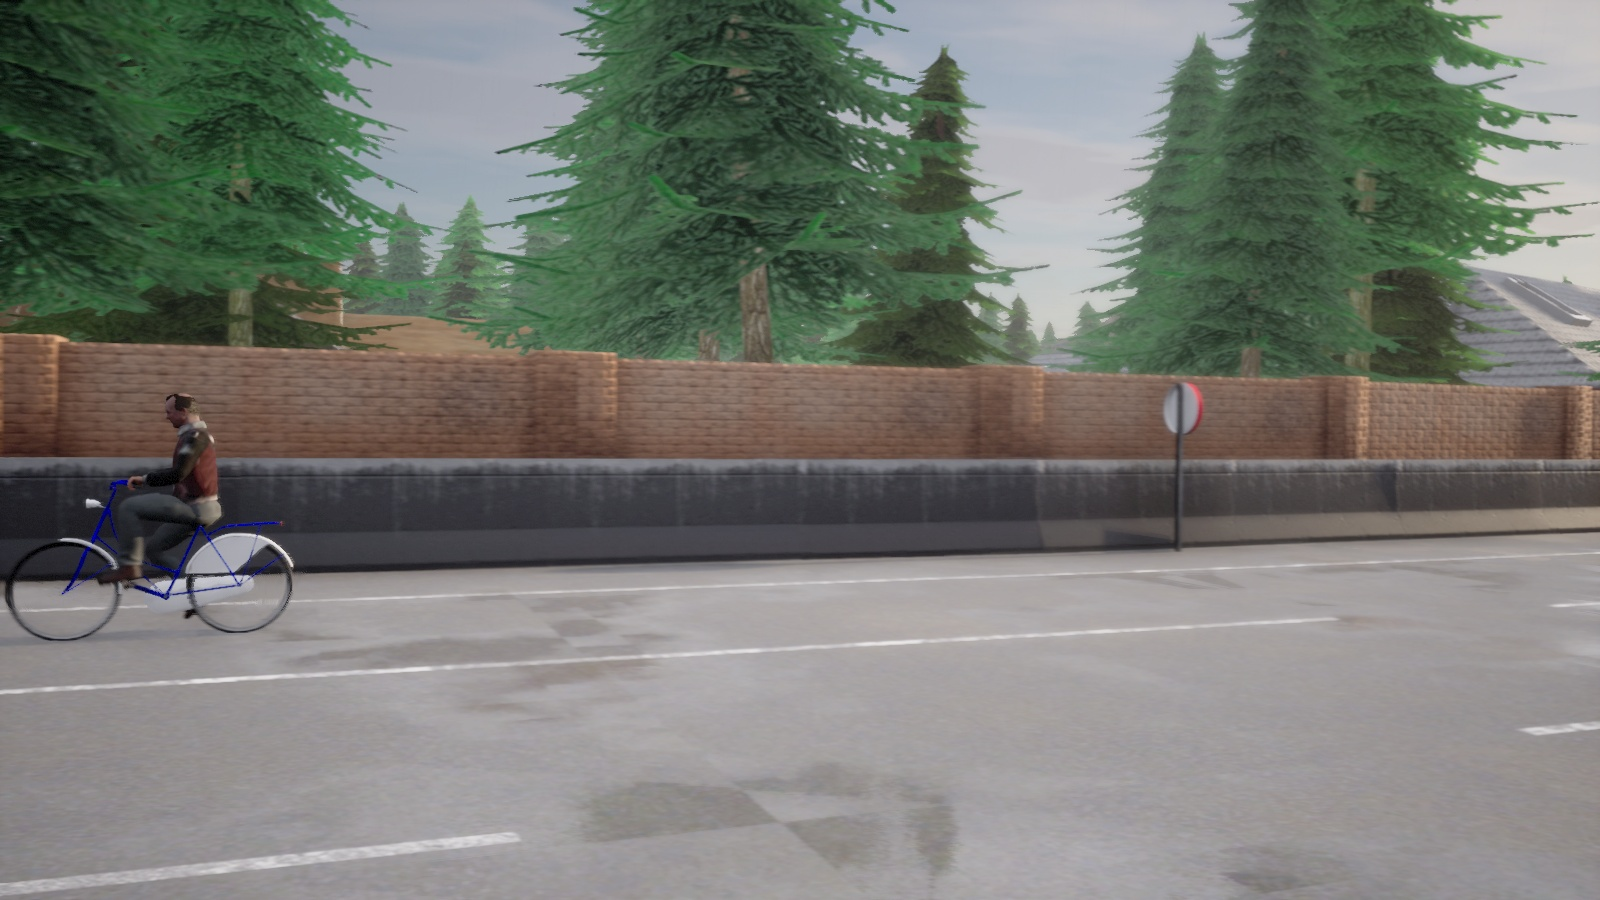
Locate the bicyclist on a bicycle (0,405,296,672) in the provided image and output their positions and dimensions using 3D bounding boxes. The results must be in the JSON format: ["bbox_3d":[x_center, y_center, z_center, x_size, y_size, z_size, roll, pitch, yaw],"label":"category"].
[{"bbox_3d":[-4.617,0.573,8.972,1.843,1.776,0.659,-1,1,-21],"label":"bicyclist on a bicycle"}]
